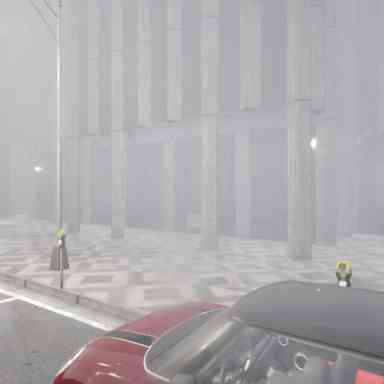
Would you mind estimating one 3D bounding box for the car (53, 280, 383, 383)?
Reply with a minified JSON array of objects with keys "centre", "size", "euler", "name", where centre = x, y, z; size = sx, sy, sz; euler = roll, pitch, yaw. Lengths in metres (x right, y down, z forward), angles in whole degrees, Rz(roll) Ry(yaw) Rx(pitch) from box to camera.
[{"centre":[0.744,1.440,2.436],"size":[4.097,1.590,1.967],"euler":[0,0,35],"name":"car"}]
